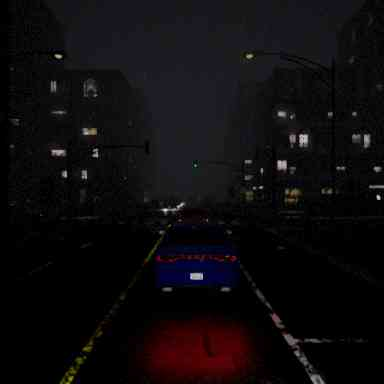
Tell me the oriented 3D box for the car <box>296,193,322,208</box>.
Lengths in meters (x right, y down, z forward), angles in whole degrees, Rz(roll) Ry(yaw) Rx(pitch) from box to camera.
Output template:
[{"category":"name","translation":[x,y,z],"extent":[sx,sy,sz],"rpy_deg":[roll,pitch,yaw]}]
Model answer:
[{"category":"car","translation":[14.528,1.103,37.966],"extent":[5.009,1.841,2.192],"rpy_deg":[-1,1,-1]}]

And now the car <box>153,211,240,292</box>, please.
[{"category":"car","translation":[0.097,1.499,9.000],"extent":[1.882,1.535,5.008],"rpy_deg":[0,0,0]}]

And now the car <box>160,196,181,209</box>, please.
[{"category":"car","translation":[-3.121,1.675,49.001],"extent":[2.033,1.411,5.357],"rpy_deg":[0,0,-1]}]

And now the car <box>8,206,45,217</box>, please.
[{"category":"car","translation":[-16.701,1.963,31.893],"extent":[4.718,1.301,1.895],"rpy_deg":[-1,0,-1]}]

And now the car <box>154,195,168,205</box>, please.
[{"category":"car","translation":[-5.744,1.483,62.997],"extent":[2.192,1.841,5.009],"rpy_deg":[0,0,0]}]

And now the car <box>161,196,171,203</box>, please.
[{"category":"car","translation":[-5.754,1.643,74.362],"extent":[1.967,1.590,4.097],"rpy_deg":[0,0,0]}]

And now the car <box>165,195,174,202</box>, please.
[{"category":"car","translation":[-5.763,1.680,85.727],"extent":[1.967,1.590,4.097],"rpy_deg":[0,0,0]}]

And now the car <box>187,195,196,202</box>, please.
[{"category":"car","translation":[-0.067,1.577,80.349],"extent":[2.097,1.767,4.553],"rpy_deg":[0,0,0]}]

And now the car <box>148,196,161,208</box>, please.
[{"category":"car","translation":[-5.734,1.701,51.631],"extent":[1.947,1.339,4.313],"rpy_deg":[0,0,0]}]

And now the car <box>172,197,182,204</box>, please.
[{"category":"car","translation":[-3.068,1.784,67.992],"extent":[1.895,1.301,4.718],"rpy_deg":[0,0,0]}]

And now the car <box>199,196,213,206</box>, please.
[{"category":"car","translation":[2.641,1.591,57.323],"extent":[1.967,1.590,4.097],"rpy_deg":[0,0,0]}]

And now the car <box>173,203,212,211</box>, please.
[{"category":"car","translation":[0.049,1.571,19.051],"extent":[1.812,1.442,4.674],"rpy_deg":[0,0,-1]}]

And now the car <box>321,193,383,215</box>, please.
[{"category":"car","translation":[14.670,1.098,29.588],"extent":[5.009,1.841,2.192],"rpy_deg":[-1,1,-1]}]

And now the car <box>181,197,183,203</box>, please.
[{"category":"car","translation":[-3.128,1.507,58.484],"extent":[2.097,1.767,4.553],"rpy_deg":[0,0,0]}]

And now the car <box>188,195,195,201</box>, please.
[{"category":"car","translation":[-0.076,1.733,90.213],"extent":[1.882,1.535,5.008],"rpy_deg":[0,0,0]}]

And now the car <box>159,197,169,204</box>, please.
[{"category":"car","translation":[-5.749,1.710,68.508],"extent":[1.752,1.417,4.829],"rpy_deg":[0,0,0]}]

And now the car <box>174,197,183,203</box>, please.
[{"category":"car","translation":[-3.068,1.804,78.330],"extent":[1.895,1.301,4.718],"rpy_deg":[0,0,0]}]

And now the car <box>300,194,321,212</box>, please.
[{"category":"car","translation":[14.516,1.292,35.395],"extent":[4.892,1.490,1.837],"rpy_deg":[-1,0,1]}]

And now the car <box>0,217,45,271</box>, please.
[{"category":"car","translation":[-5.748,1.604,9.608],"extent":[1.802,1.307,4.206],"rpy_deg":[0,0,0]}]
